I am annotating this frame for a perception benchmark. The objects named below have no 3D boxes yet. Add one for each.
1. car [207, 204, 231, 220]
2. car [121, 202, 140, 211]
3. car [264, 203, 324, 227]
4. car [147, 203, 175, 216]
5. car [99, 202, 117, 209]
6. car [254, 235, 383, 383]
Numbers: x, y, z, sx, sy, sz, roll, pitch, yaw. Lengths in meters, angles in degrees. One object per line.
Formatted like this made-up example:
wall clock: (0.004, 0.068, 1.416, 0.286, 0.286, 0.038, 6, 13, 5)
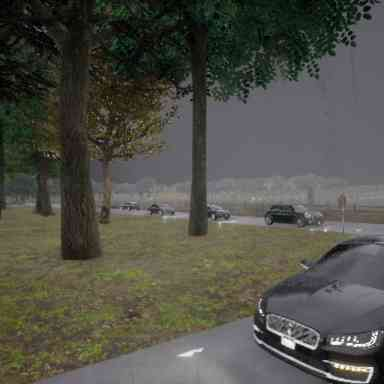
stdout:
car: (1.953, 2.027, 34.069, 1.837, 1.490, 4.892, -1, 0, -35)
car: (-10.638, 2.434, 57.146, 1.837, 1.490, 4.892, -1, 0, -35)
car: (7.820, 1.687, 25.698, 2.097, 1.767, 4.553, -1, 0, -35)
car: (-3.995, 2.213, 42.564, 1.837, 1.490, 4.892, -1, 0, -35)
car: (-16.586, 2.652, 65.620, 2.033, 1.411, 5.357, -1, 0, -35)
car: (3.094, 1.504, 5.262, 4.892, 1.490, 1.837, 0, 0, -35)
